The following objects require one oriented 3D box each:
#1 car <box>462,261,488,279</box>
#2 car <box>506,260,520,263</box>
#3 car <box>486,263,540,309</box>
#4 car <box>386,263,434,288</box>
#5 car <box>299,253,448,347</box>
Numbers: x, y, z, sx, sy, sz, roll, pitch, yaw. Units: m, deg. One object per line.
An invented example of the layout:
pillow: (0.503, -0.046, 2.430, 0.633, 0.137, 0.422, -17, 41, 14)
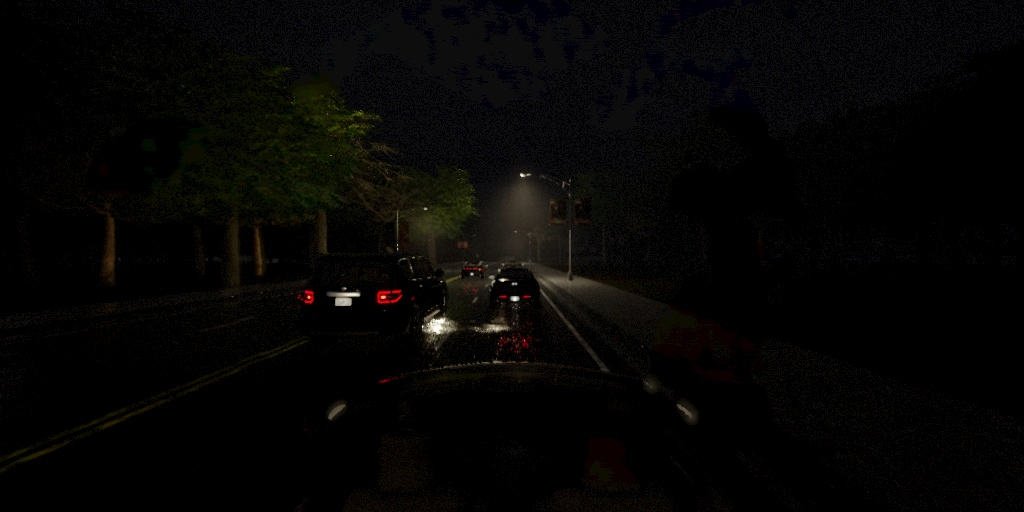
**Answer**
car: (-3.149, 1.158, 30.588, 1.837, 1.490, 4.892, 0, 0, 0)
car: (0.101, 1.151, 34.811, 1.837, 1.490, 4.892, 0, 0, 0)
car: (0.101, 1.201, 14.691, 1.837, 1.490, 4.892, 0, 0, 0)
car: (-6.568, 1.195, 23.576, 1.812, 1.442, 4.674, 0, 0, 0)
car: (-3.150, 0.939, 9.379, 2.150, 2.045, 5.566, 0, 0, 0)
